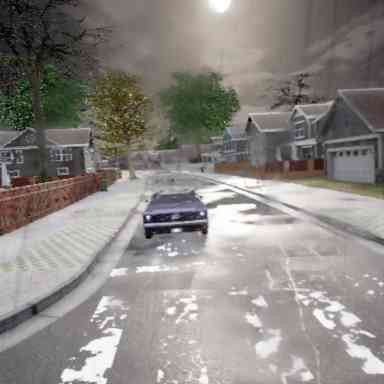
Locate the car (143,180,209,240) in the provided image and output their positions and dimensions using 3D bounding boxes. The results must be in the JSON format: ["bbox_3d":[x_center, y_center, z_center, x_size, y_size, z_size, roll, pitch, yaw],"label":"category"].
[{"bbox_3d":[-0.576,0.523,11.072,1.895,1.301,4.718,-4,6,-3],"label":"car"}]

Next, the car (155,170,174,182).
[{"bbox_3d":[-3.016,-1.709,35.652,1.895,1.301,4.718,-4,5,-8],"label":"car"}]
